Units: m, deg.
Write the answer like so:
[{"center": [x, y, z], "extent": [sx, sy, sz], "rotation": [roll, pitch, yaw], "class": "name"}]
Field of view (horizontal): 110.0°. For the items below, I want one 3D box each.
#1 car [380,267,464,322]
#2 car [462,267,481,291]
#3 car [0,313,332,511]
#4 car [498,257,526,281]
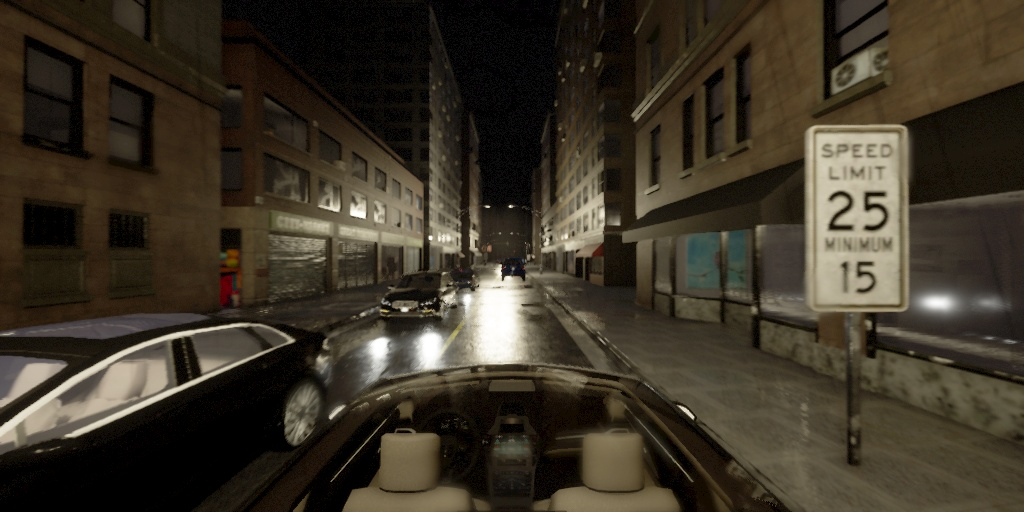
[{"center": [-3.076, 1.317, 12.742], "extent": [1.837, 1.490, 4.892], "rotation": [0, 0, 0], "class": "car"}, {"center": [-3.076, 1.418, 23.014], "extent": [2.033, 1.411, 5.357], "rotation": [0, 0, 0], "class": "car"}, {"center": [-3.091, 1.246, 2.383], "extent": [2.128, 1.511, 4.902], "rotation": [0, 0, 0], "class": "car"}, {"center": [0.092, 1.149, 32.618], "extent": [2.150, 2.045, 5.566], "rotation": [0, 0, 0], "class": "car"}]
